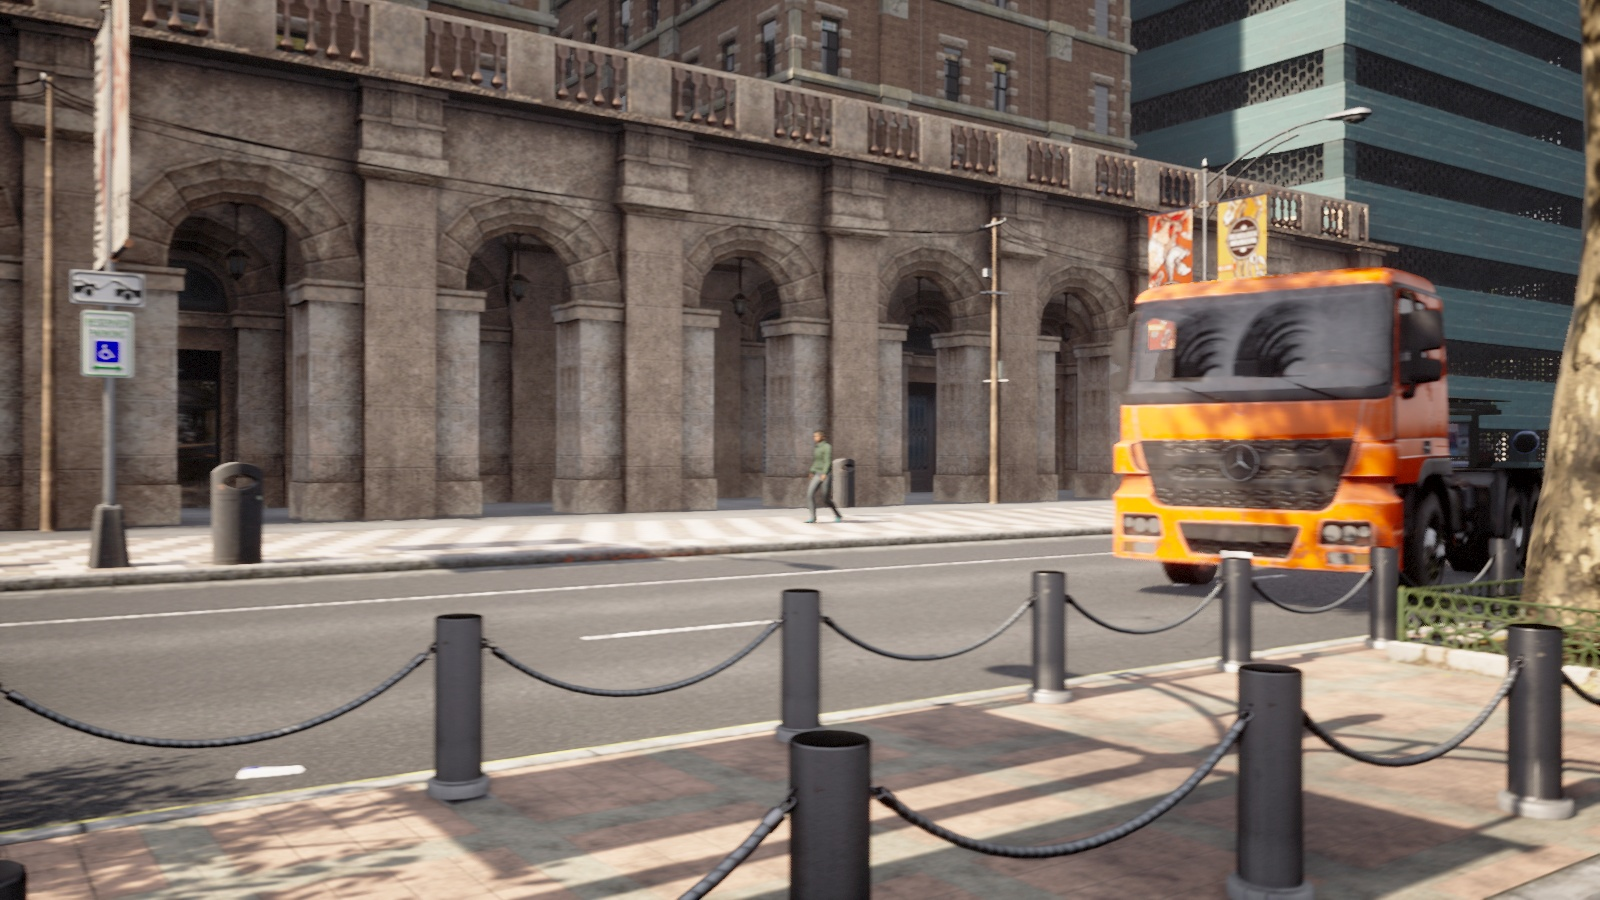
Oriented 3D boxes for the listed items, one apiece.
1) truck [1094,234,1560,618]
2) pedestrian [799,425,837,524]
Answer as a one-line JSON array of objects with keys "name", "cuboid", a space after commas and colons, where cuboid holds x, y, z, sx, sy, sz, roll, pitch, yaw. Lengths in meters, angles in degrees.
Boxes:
[{"name": "truck", "cuboid": [6.791, -0.214, 15.271, 2.891, 3.462, 7.936, 0, 0, 41]}, {"name": "pedestrian", "cuboid": [0.335, 0.459, 23.629, 0.614, 1.847, 0.353, 0, 0, -34]}]
